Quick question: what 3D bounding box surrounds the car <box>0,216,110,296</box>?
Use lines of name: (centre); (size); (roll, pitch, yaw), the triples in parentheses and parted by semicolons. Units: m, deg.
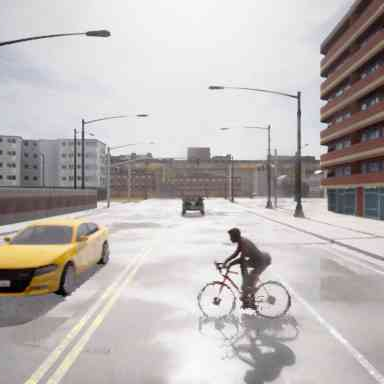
car: (-3.598, 1.477, 8.868); (1.882, 1.535, 5.008); (0, 0, 0)

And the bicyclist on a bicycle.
bicyclist on a bicycle: (0.915, 1.452, 5.864); (1.656, 1.620, 0.582); (-1, 0, 0)

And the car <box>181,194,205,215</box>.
car: (0.109, 1.220, 34.071); (2.150, 2.045, 5.566); (0, 0, 0)
